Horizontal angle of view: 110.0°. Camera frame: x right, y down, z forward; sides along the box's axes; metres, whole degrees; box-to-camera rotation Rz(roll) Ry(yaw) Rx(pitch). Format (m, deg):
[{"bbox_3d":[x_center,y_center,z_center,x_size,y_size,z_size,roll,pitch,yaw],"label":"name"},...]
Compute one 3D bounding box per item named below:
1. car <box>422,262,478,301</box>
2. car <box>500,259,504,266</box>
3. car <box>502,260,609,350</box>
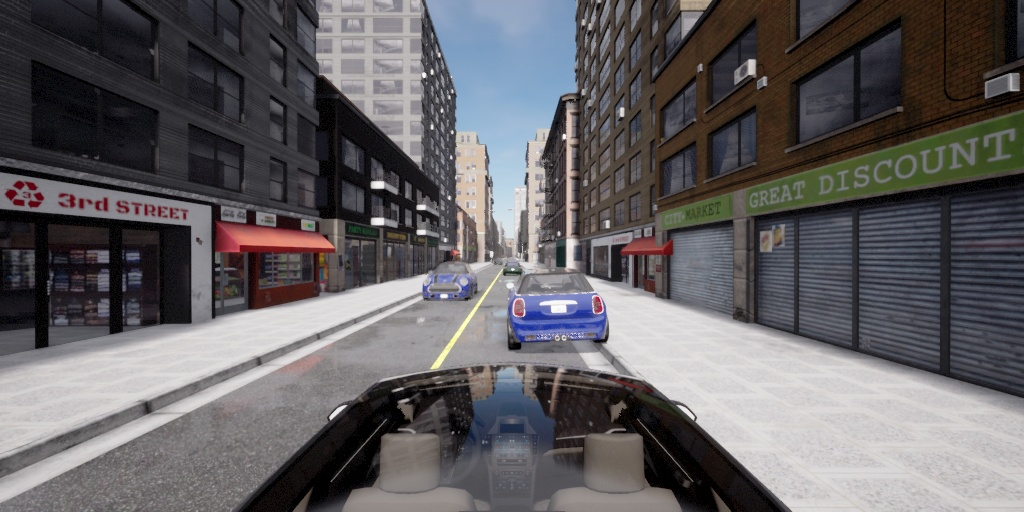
[{"bbox_3d":[-2.855,1.093,17.297,2.097,1.767,4.553,0,0,0],"label":"car"},{"bbox_3d":[0.070,1.286,37.252,1.994,1.385,4.181,0,0,0],"label":"car"},{"bbox_3d":[0.925,1.066,9.220,2.097,1.767,4.553,-2,0,0],"label":"car"}]
